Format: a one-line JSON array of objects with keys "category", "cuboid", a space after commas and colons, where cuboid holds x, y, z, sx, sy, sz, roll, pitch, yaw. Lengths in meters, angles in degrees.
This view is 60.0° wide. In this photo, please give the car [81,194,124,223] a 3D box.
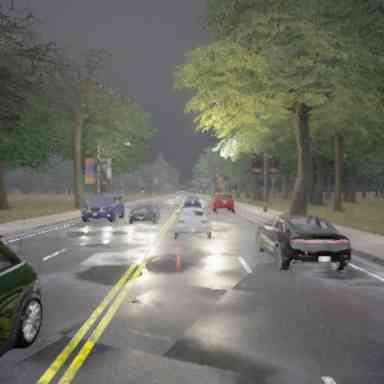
[{"category": "car", "cuboid": [-6.547, 1.163, 25.230, 2.150, 2.045, 5.566, 0, 0, 0]}]

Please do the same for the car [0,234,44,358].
[{"category": "car", "cuboid": [-3.339, 1.342, 3.216, 2.097, 1.767, 4.553, 0, 0, 0]}]

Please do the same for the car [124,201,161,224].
[{"category": "car", "cuboid": [-3.310, 1.454, 24.018, 1.837, 1.490, 4.892, 0, 0, 0]}]

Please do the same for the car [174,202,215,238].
[{"category": "car", "cuboid": [0.050, 1.492, 17.413, 1.812, 1.442, 4.674, 0, 0, 0]}]

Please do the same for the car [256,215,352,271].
[{"category": "car", "cuboid": [3.348, 1.477, 10.829, 2.128, 1.511, 4.902, 0, 0, 0]}]

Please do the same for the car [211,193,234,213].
[{"category": "car", "cuboid": [3.304, 1.155, 36.352, 2.150, 2.045, 5.566, 0, 0, 0]}]

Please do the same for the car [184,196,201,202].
[{"category": "car", "cuboid": [0.033, 1.269, 41.433, 2.097, 1.767, 4.553, 0, 0, 0]}]
